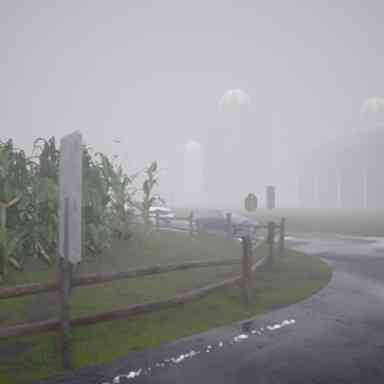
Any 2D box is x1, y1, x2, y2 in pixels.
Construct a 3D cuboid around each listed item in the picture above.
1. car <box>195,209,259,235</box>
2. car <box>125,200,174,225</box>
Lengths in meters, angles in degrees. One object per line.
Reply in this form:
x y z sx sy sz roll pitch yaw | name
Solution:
1.998 1.808 20.532 1.812 1.442 4.674 1 -1 -36 | car
-3.805 1.664 28.276 2.150 2.045 5.566 1 -1 -37 | car
